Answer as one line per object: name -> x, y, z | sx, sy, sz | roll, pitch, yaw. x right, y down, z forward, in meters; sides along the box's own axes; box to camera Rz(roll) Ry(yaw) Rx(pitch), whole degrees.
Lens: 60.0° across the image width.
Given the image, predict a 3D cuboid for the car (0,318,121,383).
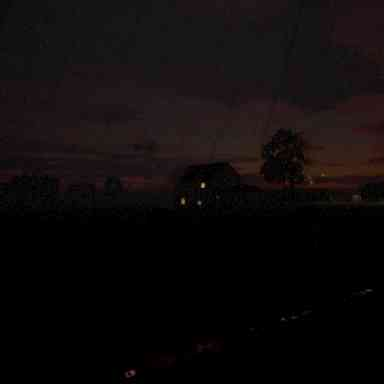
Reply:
car -> -2.684, 1.486, 1.159 | 5.008, 1.535, 1.882 | 0, 0, -35
